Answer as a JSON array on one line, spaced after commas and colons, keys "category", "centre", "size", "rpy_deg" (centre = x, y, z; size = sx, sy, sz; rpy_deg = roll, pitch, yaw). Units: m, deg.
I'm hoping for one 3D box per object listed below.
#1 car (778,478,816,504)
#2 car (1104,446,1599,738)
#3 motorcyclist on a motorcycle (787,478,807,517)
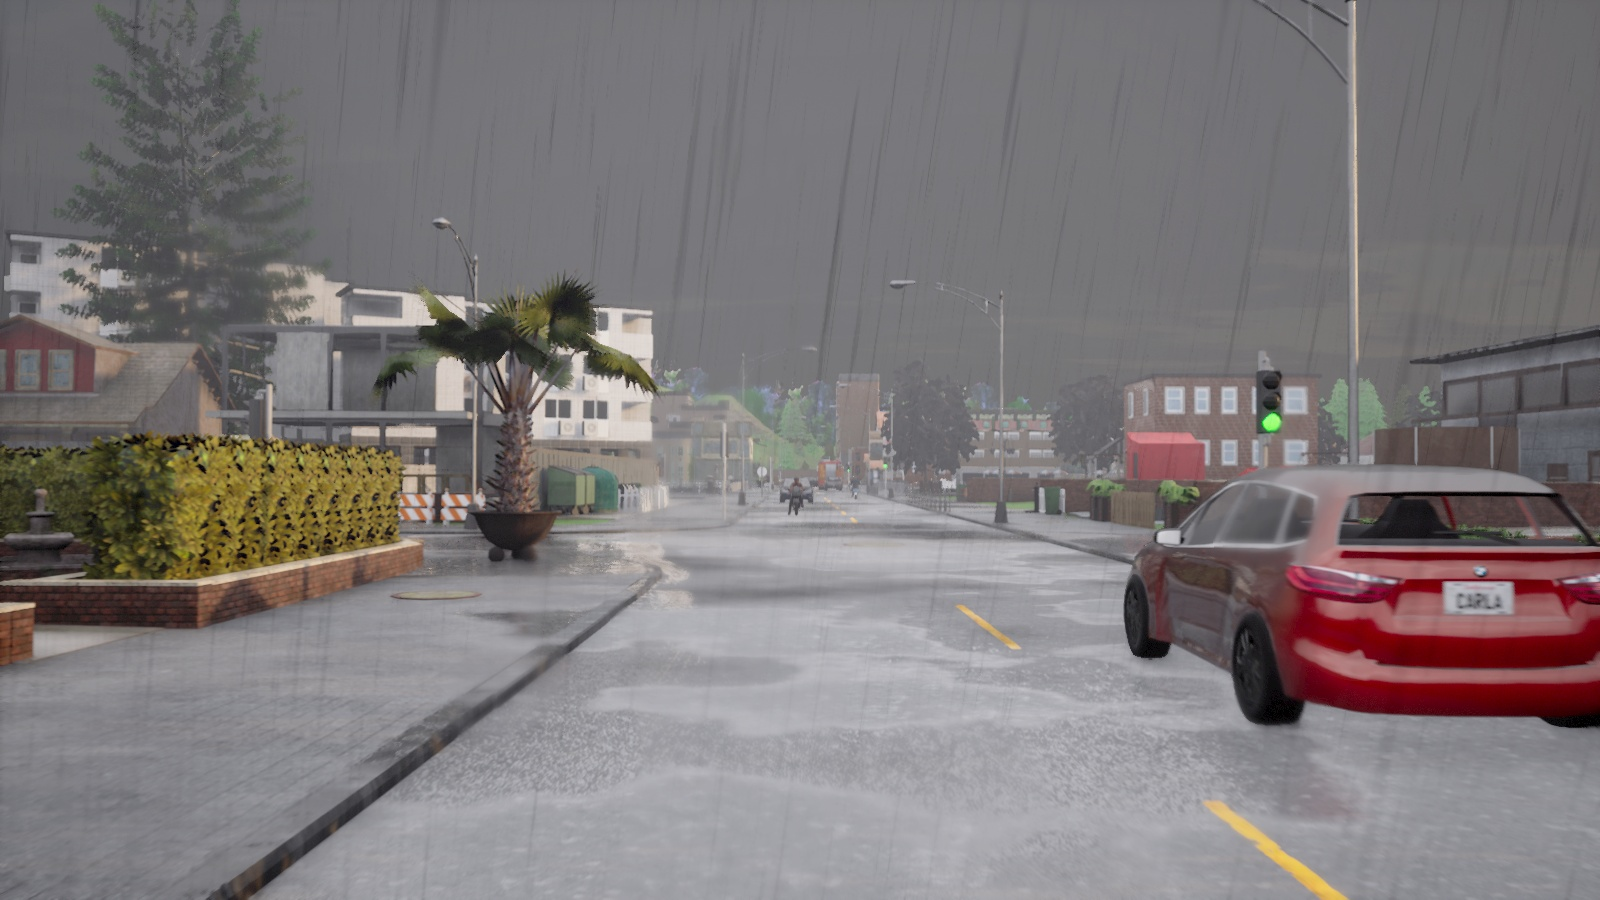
[{"category": "car", "centre": [-0.186, 2.403, 74.510], "size": [2.163, 1.488, 4.792], "rpy_deg": [0, -1, 0]}, {"category": "car", "centre": [3.952, 0.853, 9.490], "size": [2.242, 1.667, 4.611], "rpy_deg": [0, -1, 1]}, {"category": "motorcyclist on a motorcycle", "centre": [-0.126, 1.873, 50.373], "size": [0.797, 1.523, 2.044], "rpy_deg": [0, -1, 0]}]
